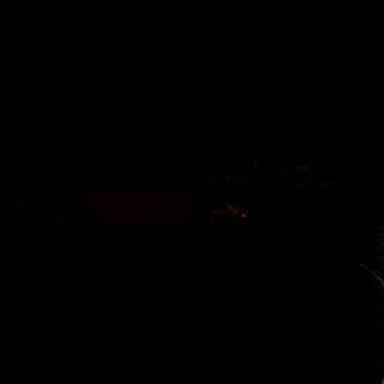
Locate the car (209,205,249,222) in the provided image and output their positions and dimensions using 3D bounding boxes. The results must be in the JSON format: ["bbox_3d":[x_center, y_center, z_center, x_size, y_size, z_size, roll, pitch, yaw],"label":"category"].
[{"bbox_3d":[3.513,2.017,32.430,1.882,1.535,5.008,1,-1,-28],"label":"car"}]
